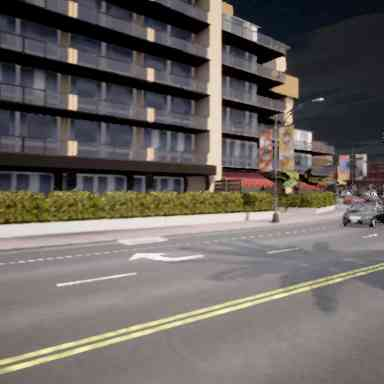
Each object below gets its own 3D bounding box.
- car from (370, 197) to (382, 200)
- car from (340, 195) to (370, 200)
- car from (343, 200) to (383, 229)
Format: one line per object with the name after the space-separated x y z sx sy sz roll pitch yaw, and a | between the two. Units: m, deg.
32.995 1.613 60.336 1.837 1.490 4.892 0 0 -3 | car
29.451 1.461 60.288 2.097 1.767 4.553 0 0 -1 | car
11.810 1.532 22.421 2.128 1.511 4.902 0 0 45 | car
